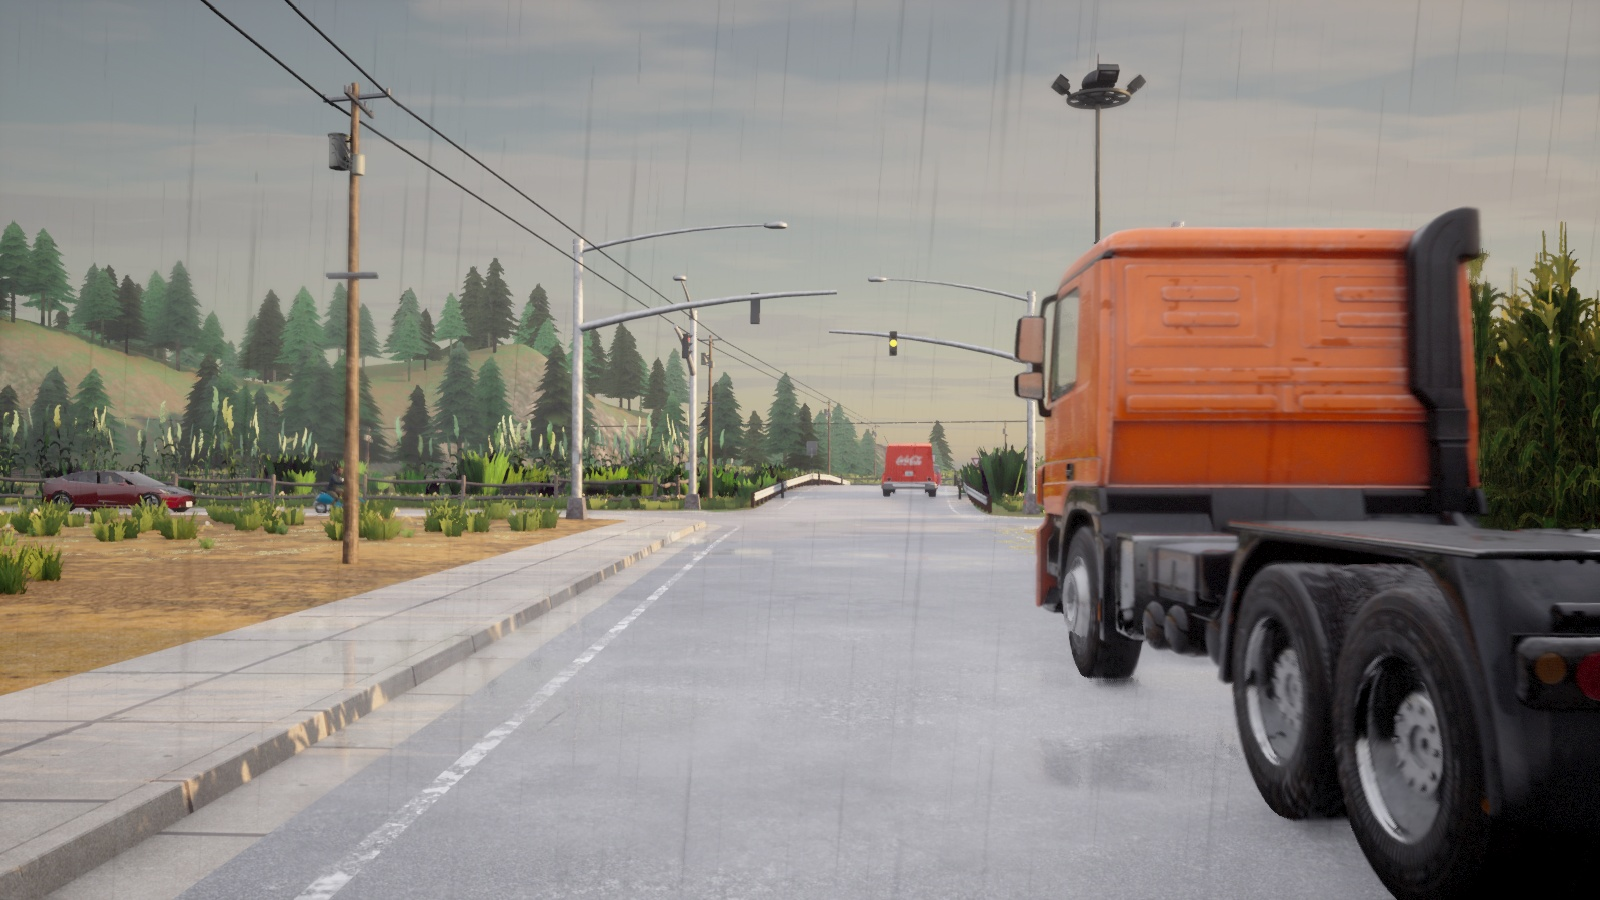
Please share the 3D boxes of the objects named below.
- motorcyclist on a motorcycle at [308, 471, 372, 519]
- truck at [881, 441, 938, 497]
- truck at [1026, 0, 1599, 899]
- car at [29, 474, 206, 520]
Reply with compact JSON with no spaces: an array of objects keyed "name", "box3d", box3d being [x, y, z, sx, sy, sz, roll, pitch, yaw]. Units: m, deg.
[{"name":"motorcyclist on a motorcycle","box3d":[-15.328,1.496,41.867,1.817,1.590,0.866,0,-1,3]},{"name":"truck","box3d":[5.289,0.865,60.310,2.627,2.467,5.204,0,2,6]},{"name":"truck","box3d":[3.501,-0.059,7.284,2.891,3.462,7.936,0,-1,0]},{"name":"car","box3d":[-22.884,1.579,42.235,4.792,1.488,2.163,0,-1,3]}]
